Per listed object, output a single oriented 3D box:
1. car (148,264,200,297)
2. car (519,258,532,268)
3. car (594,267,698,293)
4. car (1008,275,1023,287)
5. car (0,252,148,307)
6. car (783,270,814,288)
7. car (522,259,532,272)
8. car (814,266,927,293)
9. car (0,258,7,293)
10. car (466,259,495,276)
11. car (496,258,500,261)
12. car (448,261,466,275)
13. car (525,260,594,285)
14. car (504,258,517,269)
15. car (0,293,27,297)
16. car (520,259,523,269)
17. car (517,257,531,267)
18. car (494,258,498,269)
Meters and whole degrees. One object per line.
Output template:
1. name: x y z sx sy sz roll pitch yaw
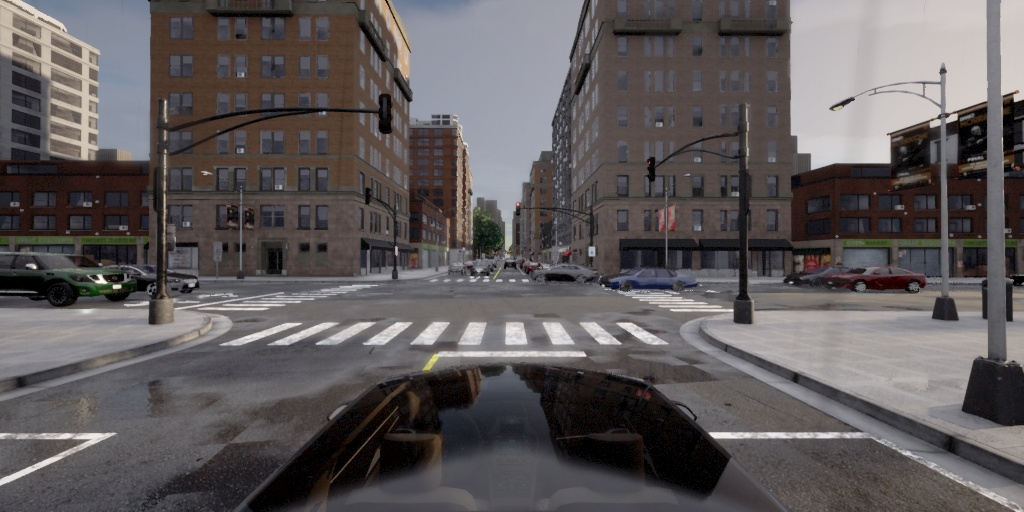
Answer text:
1. car: -18.119 1.156 17.513 4.902 1.511 2.128 0 0 -1
2. car: 2.351 1.326 51.168 1.751 1.417 4.829 0 0 -1
3. car: 7.877 1.340 20.806 5.357 1.411 2.033 1 0 -6
4. car: 37.411 1.564 24.619 4.718 1.301 1.895 0 0 0
5. car: -18.469 0.859 14.268 5.566 2.045 2.150 0 0 0
6. car: 21.753 1.440 24.517 5.357 1.411 2.033 0 0 0
7. car: 2.475 1.325 39.985 1.888 1.381 4.507 0 0 -1
8. car: 21.372 1.342 21.263 5.008 1.535 1.882 1 0 0
9. car: -28.377 0.978 17.445 4.553 1.767 2.097 0 0 -1
10. car: -3.255 1.268 37.638 2.128 1.511 4.902 0 0 0
11. car: -3.483 1.328 60.069 1.837 1.490 4.892 0 0 0
12. car: -6.050 1.330 39.895 2.007 1.370 4.403 0 0 -1
13. car: 3.806 1.274 25.892 4.902 1.511 2.128 1 0 22
14. car: -0.306 1.299 59.271 1.882 1.535 5.008 0 0 -1
15. car: -5.856 1.190 1.534 1.967 1.591 4.097 0 0 0
16. car: 2.414 1.355 45.492 1.948 1.339 4.313 0 0 -1
17. car: 2.292 1.129 56.505 2.192 1.841 5.009 0 0 -1
18. car: -3.360 1.340 47.443 2.033 1.411 5.357 0 0 -1
